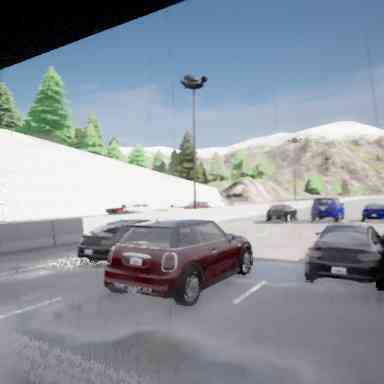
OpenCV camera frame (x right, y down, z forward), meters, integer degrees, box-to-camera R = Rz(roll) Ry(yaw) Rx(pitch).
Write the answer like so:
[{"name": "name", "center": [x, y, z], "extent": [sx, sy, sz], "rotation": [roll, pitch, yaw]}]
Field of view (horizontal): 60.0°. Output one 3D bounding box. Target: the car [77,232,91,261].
[{"name": "car", "center": [-2.020, 1.696, 12.233], "extent": [1.812, 1.442, 4.674], "rotation": [-1, -1, 30]}]

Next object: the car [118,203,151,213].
[{"name": "car", "center": [-6.281, 2.075, 39.855], "extent": [1.812, 1.442, 4.674], "rotation": [-1, -1, 31]}]

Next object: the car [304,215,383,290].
[{"name": "car", "center": [4.452, 1.608, 9.431], "extent": [1.812, 1.442, 4.674], "rotation": [-1, -1, 30]}]

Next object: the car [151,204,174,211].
[{"name": "car", "center": [-2.356, 2.115, 39.615], "extent": [1.895, 1.301, 4.718], "rotation": [-1, -1, 31]}]

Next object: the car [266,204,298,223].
[{"name": "car", "center": [7.905, 1.804, 29.083], "extent": [1.837, 1.490, 4.892], "rotation": [-1, -1, 30]}]

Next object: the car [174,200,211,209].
[{"name": "car", "center": [0.390, 1.816, 37.387], "extent": [2.097, 1.767, 4.553], "rotation": [-1, -1, 31]}]

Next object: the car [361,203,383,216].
[{"name": "car", "center": [15.667, 1.705, 28.472], "extent": [1.882, 1.535, 5.008], "rotation": [-1, -1, 30]}]

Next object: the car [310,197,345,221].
[{"name": "car", "center": [11.728, 1.484, 28.686], "extent": [2.150, 2.045, 5.566], "rotation": [-1, -1, 30]}]

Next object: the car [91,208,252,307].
[{"name": "car", "center": [-0.069, 1.462, 8.656], "extent": [2.097, 1.767, 4.553], "rotation": [-1, -1, 30]}]

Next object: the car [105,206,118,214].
[{"name": "car", "center": [-8.802, 2.204, 42.467], "extent": [1.895, 1.301, 4.718], "rotation": [-1, -1, 31]}]
